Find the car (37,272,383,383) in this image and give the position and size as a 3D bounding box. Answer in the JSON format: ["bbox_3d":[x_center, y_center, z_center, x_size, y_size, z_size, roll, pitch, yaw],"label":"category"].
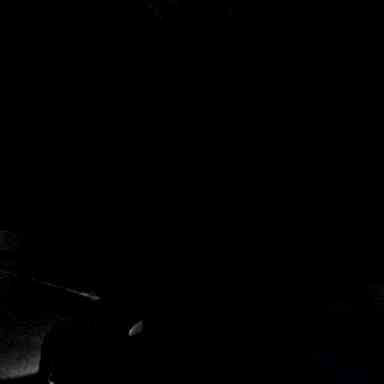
[{"bbox_3d":[0.320,1.560,3.339,4.181,1.385,1.994,0,0,36],"label":"car"}]
